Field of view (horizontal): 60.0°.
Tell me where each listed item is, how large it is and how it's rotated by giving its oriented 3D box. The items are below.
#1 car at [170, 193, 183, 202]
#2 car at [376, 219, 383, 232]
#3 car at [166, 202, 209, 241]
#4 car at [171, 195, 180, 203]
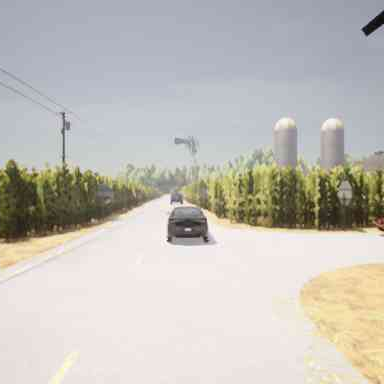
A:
[{"bbox_3d":[-2.703,1.181,58.349,2.150,2.045,5.566,0,0,-4],"label":"car"},{"bbox_3d":[11.645,1.585,16.188,4.718,1.301,1.895,0,0,-3],"label":"car"},{"bbox_3d":[-0.258,1.467,16.675,1.882,1.535,5.008,0,0,-2],"label":"car"},{"bbox_3d":[-3.519,1.433,69.495,1.882,1.535,5.008,0,0,-4],"label":"car"}]
